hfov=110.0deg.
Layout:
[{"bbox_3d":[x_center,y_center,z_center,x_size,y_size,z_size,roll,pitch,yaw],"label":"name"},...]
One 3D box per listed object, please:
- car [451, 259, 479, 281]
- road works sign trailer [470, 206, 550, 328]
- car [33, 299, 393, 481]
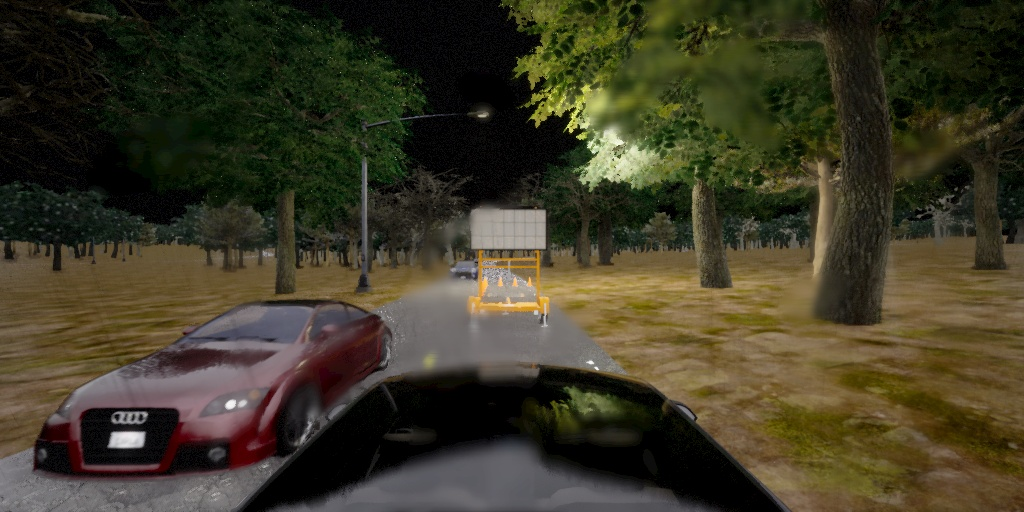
[{"bbox_3d":[-3.963,1.151,30.509,2.097,1.767,4.553,0,0,-4],"label":"car"},{"bbox_3d":[-0.093,0.225,11.424,2.380,3.560,2.880,0,0,-2],"label":"road works sign trailer"},{"bbox_3d":[-3.152,1.315,4.913,1.994,1.385,4.181,0,0,-1],"label":"car"}]
